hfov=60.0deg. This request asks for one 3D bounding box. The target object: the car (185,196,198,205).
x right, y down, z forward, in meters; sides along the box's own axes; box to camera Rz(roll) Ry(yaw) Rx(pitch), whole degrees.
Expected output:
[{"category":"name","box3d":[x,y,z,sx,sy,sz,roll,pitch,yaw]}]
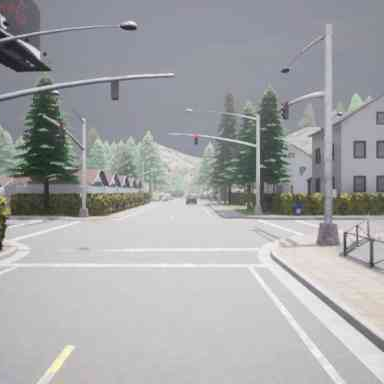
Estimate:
[{"category":"car","box3d":[-0.091,1.483,59.254,1.837,1.490,4.892,0,0,0]}]
